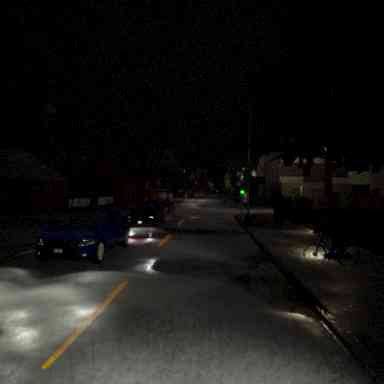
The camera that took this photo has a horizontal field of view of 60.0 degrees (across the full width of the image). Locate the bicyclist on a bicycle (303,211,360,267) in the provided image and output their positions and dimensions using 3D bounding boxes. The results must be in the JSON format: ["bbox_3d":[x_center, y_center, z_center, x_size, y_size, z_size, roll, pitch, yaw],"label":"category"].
[{"bbox_3d":[4.114,1.396,9.776,1.656,1.620,0.582,1,0,3],"label":"bicyclist on a bicycle"}]

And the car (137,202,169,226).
[{"bbox_3d":[-2.900,1.388,22.282,2.033,1.411,5.357,1,0,4],"label":"car"}]

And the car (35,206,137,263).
[{"bbox_3d":[-3.547,1.350,11.682,1.882,1.535,5.008,1,0,3],"label":"car"}]
